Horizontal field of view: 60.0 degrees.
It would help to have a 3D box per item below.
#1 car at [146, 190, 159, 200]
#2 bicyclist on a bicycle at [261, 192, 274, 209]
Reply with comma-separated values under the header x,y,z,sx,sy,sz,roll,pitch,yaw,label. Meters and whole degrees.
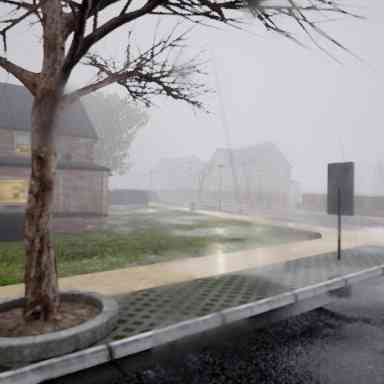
x,y,z,sx,sy,sz,roll,pitch,yaw,label
-6.674,0.483,51.841,1.837,1.490,4.892,1,1,-28,car
7.245,0.863,31.915,1.656,1.620,0.582,0,1,-28,bicyclist on a bicycle
